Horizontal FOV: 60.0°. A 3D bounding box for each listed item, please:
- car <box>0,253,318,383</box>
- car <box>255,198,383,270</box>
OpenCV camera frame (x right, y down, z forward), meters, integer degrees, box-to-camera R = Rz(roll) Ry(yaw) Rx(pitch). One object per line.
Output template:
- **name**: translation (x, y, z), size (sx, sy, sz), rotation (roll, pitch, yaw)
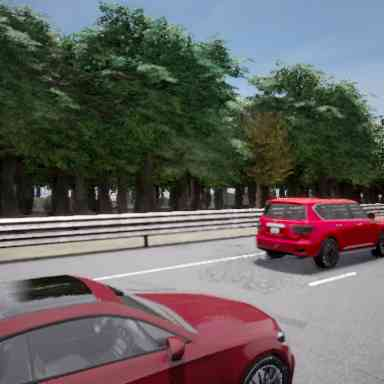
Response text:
- **car**: translation (-1.092, 1.526, 2.969), size (4.674, 1.442, 1.812), rotation (0, 0, -36)
- **car**: translation (4.622, 1.224, 11.345), size (5.566, 2.045, 2.150), rotation (0, 0, -36)
